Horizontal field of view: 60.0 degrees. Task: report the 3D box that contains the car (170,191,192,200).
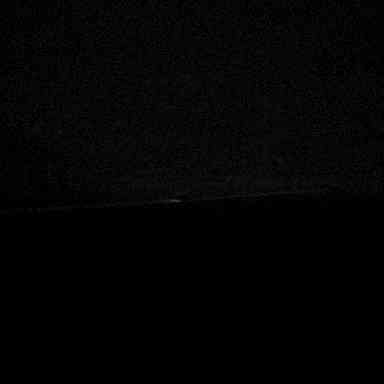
[{"bbox_3d":[-1.876,0.619,58.539,1.812,1.442,4.674,0,1,36],"label":"car"}]
